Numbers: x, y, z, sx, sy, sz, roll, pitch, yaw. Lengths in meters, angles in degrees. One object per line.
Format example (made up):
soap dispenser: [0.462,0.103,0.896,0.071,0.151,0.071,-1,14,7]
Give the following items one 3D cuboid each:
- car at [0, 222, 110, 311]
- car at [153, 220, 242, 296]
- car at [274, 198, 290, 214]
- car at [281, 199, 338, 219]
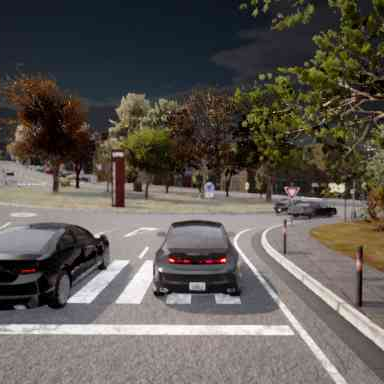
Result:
car: [-3.374,1.446,7.855,1.882,1.535,5.008,0,0,1]
car: [0.117,1.469,8.528,1.837,1.490,4.892,0,0,0]
car: [10.050,1.407,33.069,4.892,1.490,1.837,-1,2,-42]
car: [10.715,1.543,29.502,5.357,1.411,2.033,-1,2,-36]
